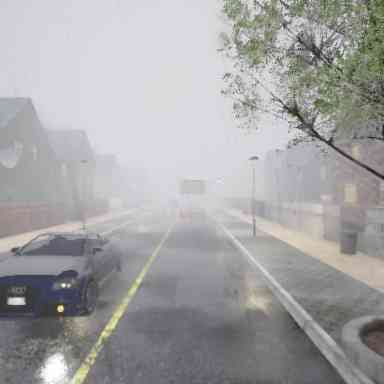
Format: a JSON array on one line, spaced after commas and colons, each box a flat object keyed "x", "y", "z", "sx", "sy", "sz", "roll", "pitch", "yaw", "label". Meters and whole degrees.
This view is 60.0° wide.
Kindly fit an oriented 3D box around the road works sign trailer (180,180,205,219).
[{"x": 0.026, "y": 0.638, "z": 31.375, "sx": 2.380, "sy": 3.560, "sz": 2.880, "roll": 0, "pitch": 0, "yaw": 0, "label": "road works sign trailer"}]

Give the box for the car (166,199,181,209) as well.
[{"x": -2.784, "y": 1.841, "z": 50.483, "sx": 1.837, "sy": 1.490, "sz": 4.892, "roll": 0, "pitch": -1, "yaw": 0, "label": "car"}]

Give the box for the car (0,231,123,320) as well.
[{"x": -2.844, "y": 1.593, "z": 7.385, "sx": 1.994, "sy": 1.385, "sz": 4.181, "roll": 0, "pitch": 0, "yaw": 0, "label": "car"}]
